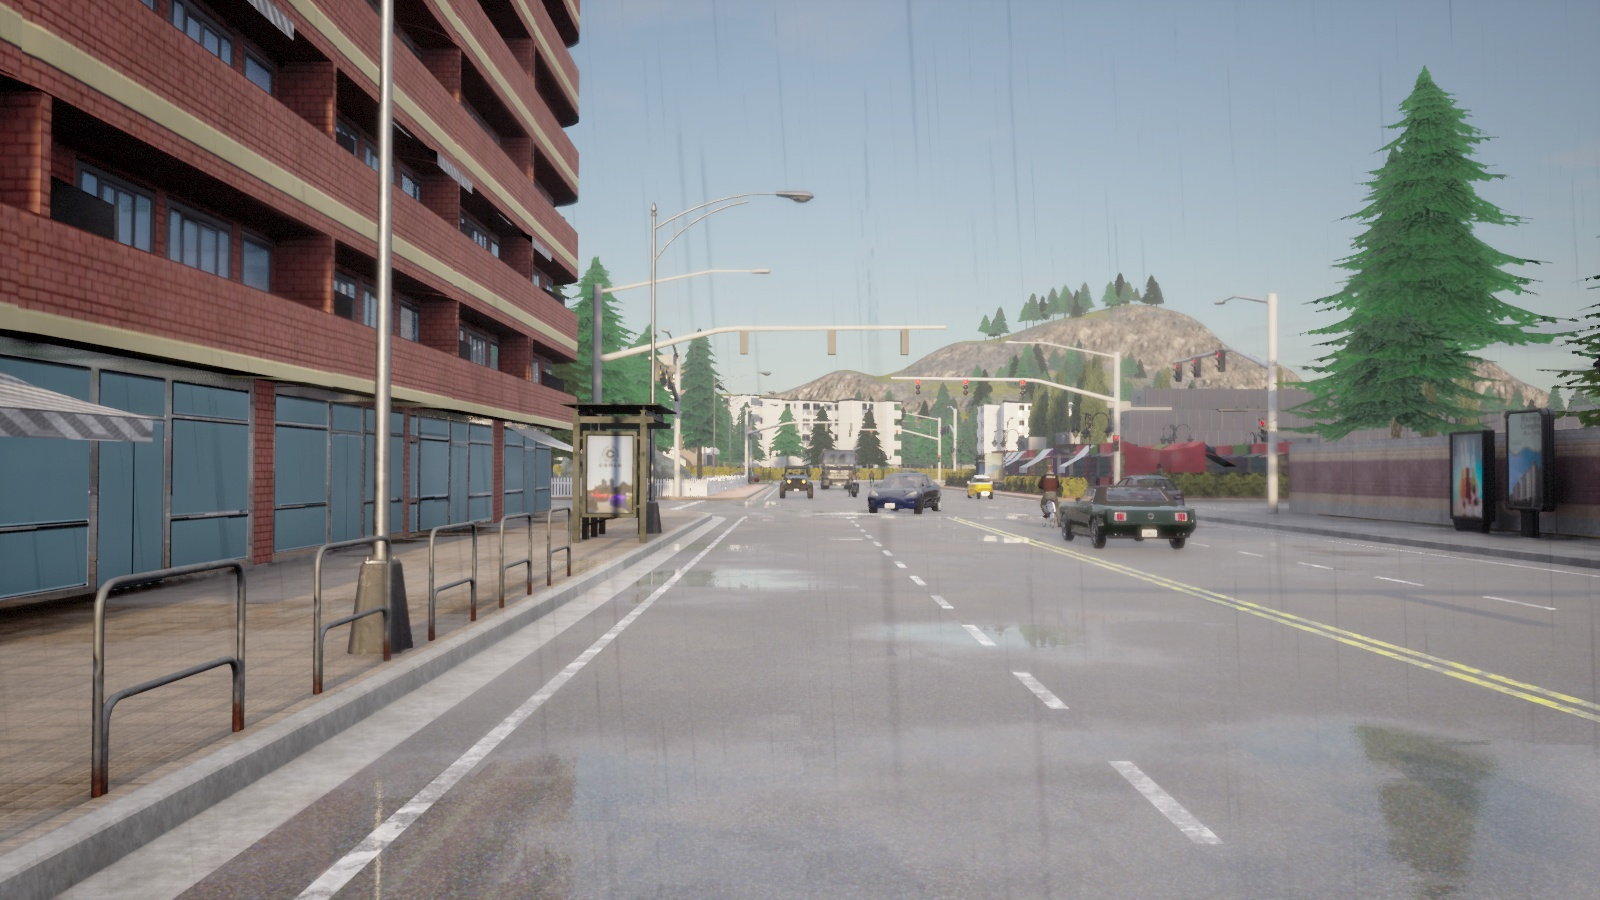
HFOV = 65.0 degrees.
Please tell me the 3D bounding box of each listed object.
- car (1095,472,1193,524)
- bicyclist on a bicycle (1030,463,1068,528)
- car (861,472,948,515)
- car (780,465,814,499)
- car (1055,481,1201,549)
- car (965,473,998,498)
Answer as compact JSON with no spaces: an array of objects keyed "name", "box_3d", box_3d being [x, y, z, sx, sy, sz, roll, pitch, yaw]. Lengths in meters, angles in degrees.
[{"name":"car","box_3d":[10.400,1.428,38.265,1.816,1.474,4.193,0,-1,0]},{"name":"bicyclist on a bicycle","box_3d":[6.908,1.242,34.922,0.659,1.776,1.843,0,-1,0]},{"name":"car","box_3d":[3.945,1.559,46.673,2.163,1.488,4.792,0,-1,18]},{"name":"car","box_3d":[-0.188,1.817,72.000,1.905,1.878,3.866,0,-1,0]},{"name":"car","box_3d":[6.929,1.340,27.048,1.895,1.301,4.718,0,-1,0]},{"name":"car","box_3d":[10.420,2.036,72.108,1.481,1.376,2.207,0,-1,-3]}]
